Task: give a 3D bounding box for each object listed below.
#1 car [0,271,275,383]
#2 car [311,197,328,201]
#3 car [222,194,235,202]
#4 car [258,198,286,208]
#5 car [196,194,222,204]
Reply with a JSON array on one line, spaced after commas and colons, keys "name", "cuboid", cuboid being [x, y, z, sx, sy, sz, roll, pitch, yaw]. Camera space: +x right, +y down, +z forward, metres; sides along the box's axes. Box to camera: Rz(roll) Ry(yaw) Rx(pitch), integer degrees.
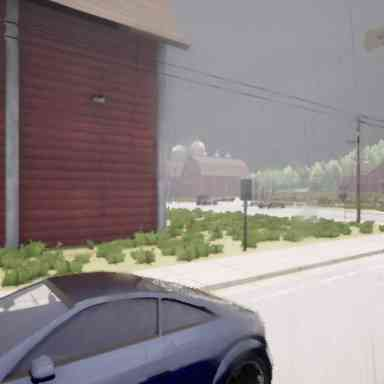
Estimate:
[{"name": "car", "cuboid": [-1.171, 1.564, 3.156, 4.181, 1.385, 1.994, 0, 0, -36]}, {"name": "car", "cuboid": [20.593, 1.532, 53.930, 3.905, 1.438, 1.784, 0, 0, -36]}, {"name": "car", "cuboid": [7.178, 1.321, 71.969, 4.605, 1.855, 1.932, 0, 0, -36]}, {"name": "car", "cuboid": [10.913, 1.514, 45.372, 4.193, 1.474, 1.816, 0, 0, -36]}, {"name": "car", "cuboid": [2.495, 1.321, 55.919, 3.866, 1.878, 1.905, 0, 0, -36]}]
